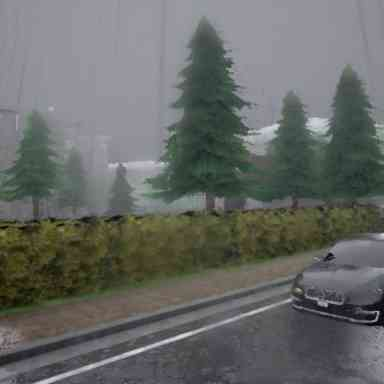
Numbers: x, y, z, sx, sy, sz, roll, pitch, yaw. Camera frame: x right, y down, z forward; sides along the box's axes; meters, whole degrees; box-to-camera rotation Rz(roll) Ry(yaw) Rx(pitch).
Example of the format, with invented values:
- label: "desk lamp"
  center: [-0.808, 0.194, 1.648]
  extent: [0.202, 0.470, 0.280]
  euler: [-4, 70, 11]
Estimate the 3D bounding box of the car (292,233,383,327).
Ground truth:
- label: "car"
  center: [4.143, 1.751, 7.489]
  extent: [4.892, 1.490, 1.837]
  euler: [1, -4, -41]
